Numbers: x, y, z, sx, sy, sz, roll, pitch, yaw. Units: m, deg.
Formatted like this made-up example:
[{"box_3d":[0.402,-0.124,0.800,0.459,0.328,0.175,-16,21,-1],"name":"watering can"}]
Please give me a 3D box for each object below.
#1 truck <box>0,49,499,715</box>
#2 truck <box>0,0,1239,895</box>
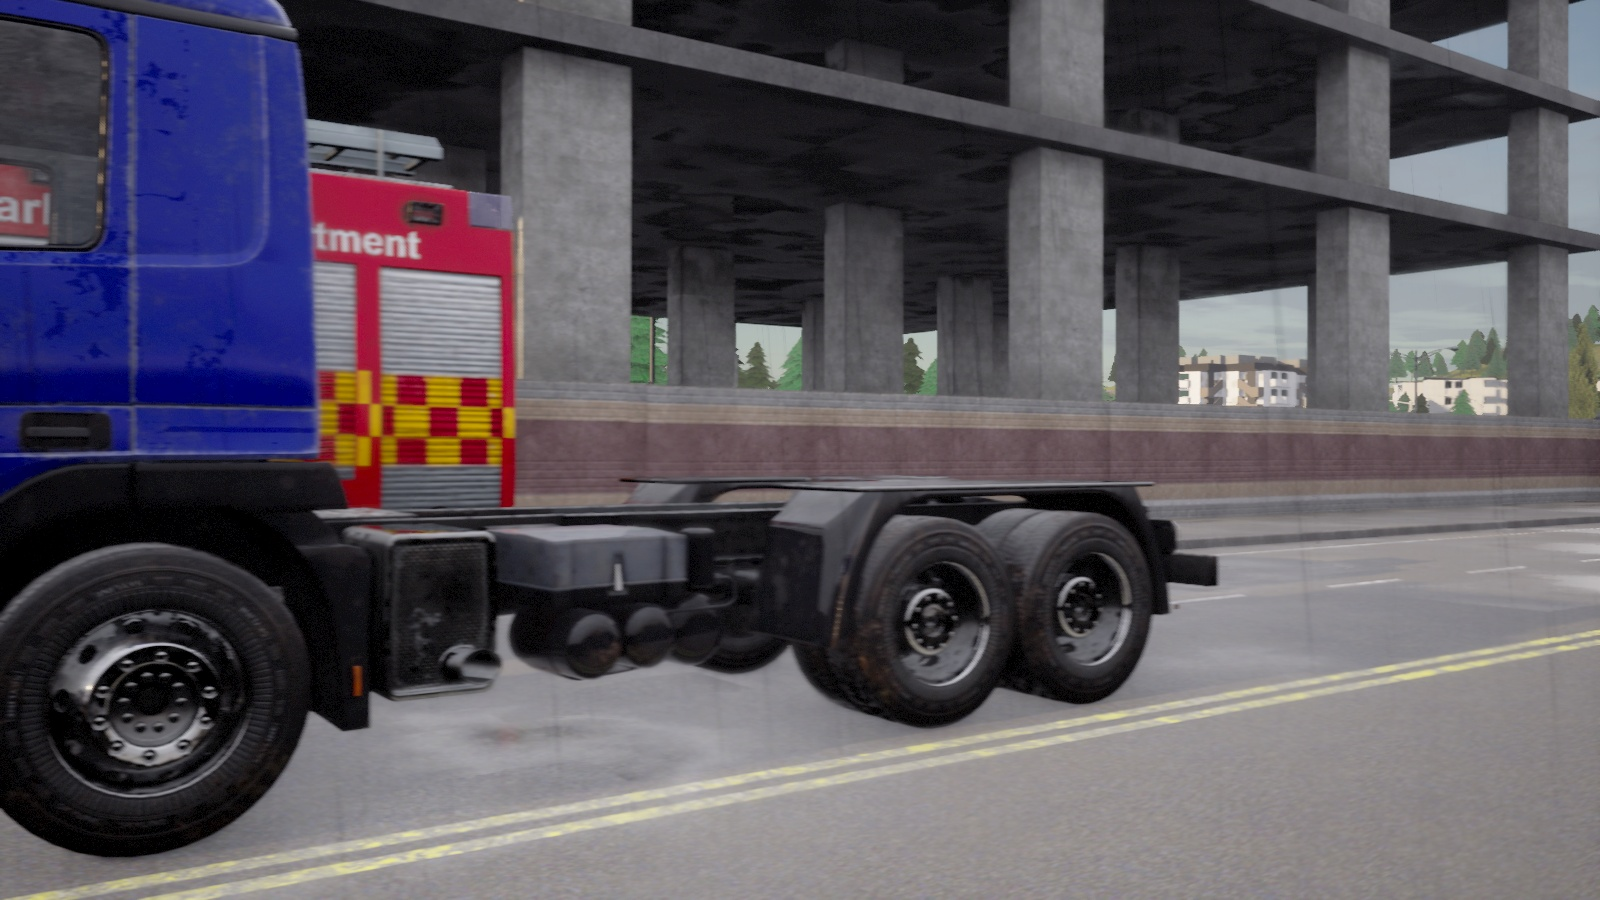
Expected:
[{"box_3d":[-6.449,-0.388,7.701,8.468,3.827,2.891,0,0,-35],"name":"truck"},{"box_3d":[-1.269,-0.217,7.022,7.936,3.462,2.891,0,0,-35],"name":"truck"}]
